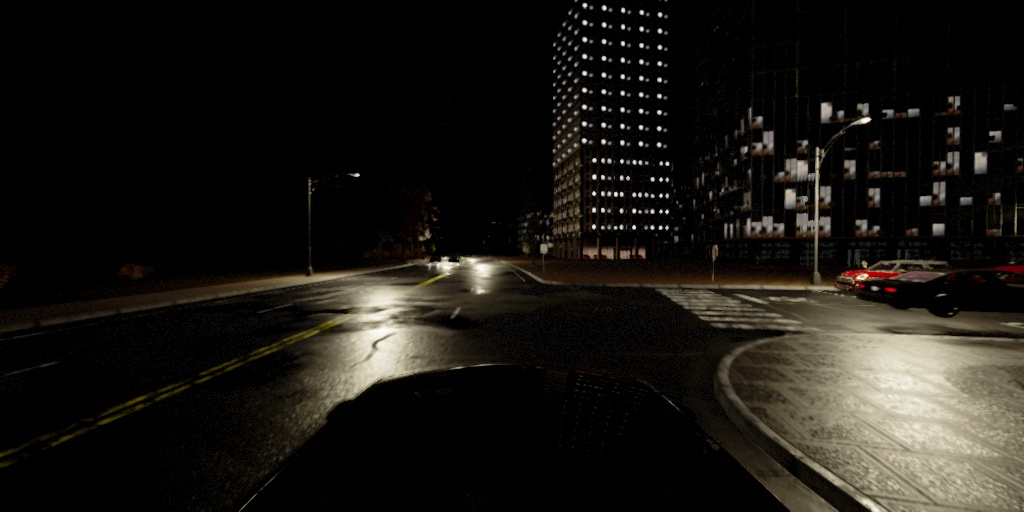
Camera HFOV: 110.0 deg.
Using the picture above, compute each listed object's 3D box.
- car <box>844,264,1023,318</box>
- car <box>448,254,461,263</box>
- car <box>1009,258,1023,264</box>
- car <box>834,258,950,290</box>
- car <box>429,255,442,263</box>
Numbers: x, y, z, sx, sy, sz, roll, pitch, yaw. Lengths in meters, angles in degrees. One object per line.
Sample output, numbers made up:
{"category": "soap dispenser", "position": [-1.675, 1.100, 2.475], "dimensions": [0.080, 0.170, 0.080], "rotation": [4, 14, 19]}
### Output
{"category": "car", "position": [14.041, 1.080, 10.899], "dimensions": [5.357, 1.411, 2.033], "rotation": [0, 1, 13]}
{"category": "car", "position": [-10.364, 0.430, 64.404], "dimensions": [2.097, 1.767, 4.553], "rotation": [0, 1, -6]}
{"category": "car", "position": [22.591, 0.774, 14.709], "dimensions": [5.009, 1.841, 2.192], "rotation": [0, 0, 13]}
{"category": "car", "position": [17.100, 0.913, 16.024], "dimensions": [4.097, 1.591, 1.967], "rotation": [0, 0, 13]}
{"category": "car", "position": [-13.592, 0.593, 64.024], "dimensions": [1.812, 1.442, 4.674], "rotation": [0, 1, -6]}
